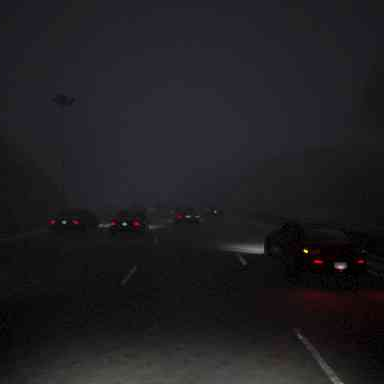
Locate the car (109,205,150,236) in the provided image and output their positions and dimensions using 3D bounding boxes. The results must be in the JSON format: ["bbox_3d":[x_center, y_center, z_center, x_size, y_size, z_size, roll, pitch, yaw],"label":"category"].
[{"bbox_3d":[-3.607,1.729,19.652,2.033,1.411,5.357,0,-1,-3],"label":"car"}]

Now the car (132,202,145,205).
[{"bbox_3d":[-6.991,1.946,43.361,2.033,1.411,5.357,0,-1,-14],"label":"car"}]

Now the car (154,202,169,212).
[{"bbox_3d":[-4.041,2.023,45.898,1.895,1.301,4.718,0,-1,-14],"label":"car"}]

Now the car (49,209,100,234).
[{"bbox_3d":[-7.155,1.739,20.737,2.033,1.411,5.357,0,-1,-3],"label":"car"}]

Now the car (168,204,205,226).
[{"bbox_3d":[-0.528,1.783,25.536,2.033,1.411,5.357,0,-1,-5],"label":"car"}]

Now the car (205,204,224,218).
[{"bbox_3d":[1.929,1.877,33.866,1.994,1.385,4.181,0,0,-9],"label":"car"}]

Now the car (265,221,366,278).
[{"bbox_3d":[3.587,1.622,10.344,1.812,1.442,4.674,0,0,0],"label":"car"}]
